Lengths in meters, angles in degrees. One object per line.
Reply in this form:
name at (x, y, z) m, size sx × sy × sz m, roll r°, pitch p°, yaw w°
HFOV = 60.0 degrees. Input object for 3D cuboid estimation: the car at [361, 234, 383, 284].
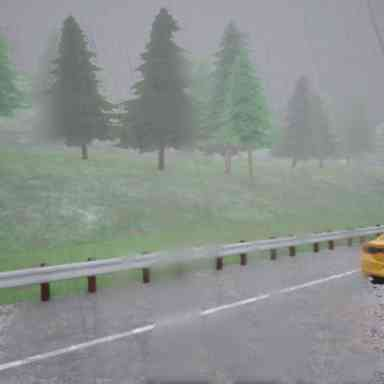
car at (6.198, 1.480, 8.343) m, size 5.008 × 1.535 × 1.882 m, roll 0°, pitch 0°, yaw -37°
